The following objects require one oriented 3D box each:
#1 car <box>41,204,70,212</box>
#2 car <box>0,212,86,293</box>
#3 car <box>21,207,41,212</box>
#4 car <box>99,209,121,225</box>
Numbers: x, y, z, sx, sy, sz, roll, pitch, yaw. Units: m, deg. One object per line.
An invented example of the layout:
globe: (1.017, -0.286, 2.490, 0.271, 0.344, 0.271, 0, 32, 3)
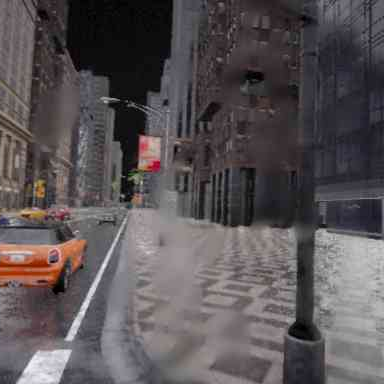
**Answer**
car: (-16.835, 2.560, 41.852, 2.150, 2.045, 5.566, 3, -3, -10)
car: (-4.418, 1.641, 9.787, 2.097, 1.767, 4.553, 3, -3, -10)
car: (-20.142, 2.676, 41.853, 1.882, 1.535, 5.008, 3, -3, -10)
car: (-9.522, 2.992, 37.922, 2.033, 1.411, 5.357, 3, -3, -10)
